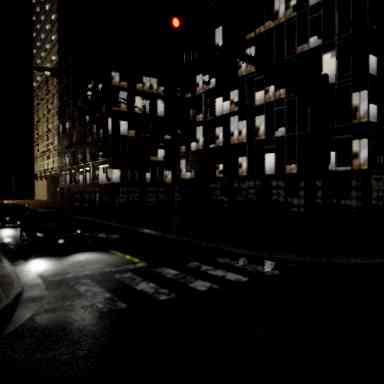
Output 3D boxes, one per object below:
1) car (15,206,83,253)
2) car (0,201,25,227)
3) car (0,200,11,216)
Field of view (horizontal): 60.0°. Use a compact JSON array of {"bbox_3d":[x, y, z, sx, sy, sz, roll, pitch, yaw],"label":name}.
[{"bbox_3d":[-6.045,1.503,14.008,1.812,1.442,4.674,-1,0,-34],"label":"car"},{"bbox_3d":[-12.162,1.503,22.673,2.033,1.411,5.357,-1,0,-35],"label":"car"},{"bbox_3d":[-18.999,1.532,32.363,1.895,1.301,4.718,-1,0,-35],"label":"car"}]
